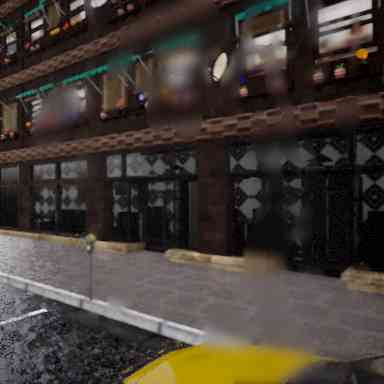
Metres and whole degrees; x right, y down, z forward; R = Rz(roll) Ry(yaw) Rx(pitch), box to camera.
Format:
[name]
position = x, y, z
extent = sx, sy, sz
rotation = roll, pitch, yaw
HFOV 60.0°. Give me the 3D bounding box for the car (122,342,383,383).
[car]
position = 1.448, 1.526, 1.696
extent = 4.829, 1.417, 1.752
rotation = 0, 0, 35
